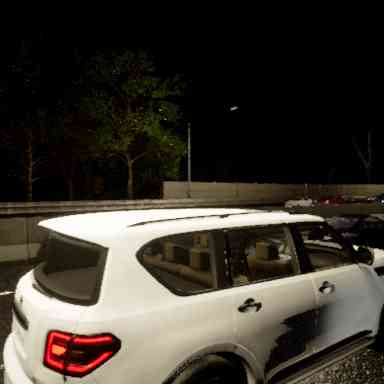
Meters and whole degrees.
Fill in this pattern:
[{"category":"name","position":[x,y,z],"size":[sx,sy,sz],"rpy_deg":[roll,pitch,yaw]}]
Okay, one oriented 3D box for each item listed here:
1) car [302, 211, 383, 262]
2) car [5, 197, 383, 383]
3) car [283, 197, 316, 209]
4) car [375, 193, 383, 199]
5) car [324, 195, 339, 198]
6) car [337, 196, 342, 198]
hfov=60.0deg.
[{"category":"car","position":[6.284,1.524,12.539],"size":[4.181,1.385,1.994],"rpy_deg":[0,0,-35]},{"category":"car","position":[0.747,1.215,4.340],"size":[5.566,2.045,2.150],"rpy_deg":[-1,0,-36]},{"category":"car","position":[14.367,1.415,44.223],"size":[4.674,1.442,1.812],"rpy_deg":[0,0,-36]},{"category":"car","position":[21.881,1.108,36.783],"size":[5.566,2.045,2.150],"rpy_deg":[0,0,-35]},{"category":"car","position":[17.507,1.238,42.256],"size":[4.553,1.767,2.097],"rpy_deg":[0,0,-35]},{"category":"car","position":[19.491,1.451,39.375],"size":[4.181,1.385,1.994],"rpy_deg":[0,0,-35]}]
